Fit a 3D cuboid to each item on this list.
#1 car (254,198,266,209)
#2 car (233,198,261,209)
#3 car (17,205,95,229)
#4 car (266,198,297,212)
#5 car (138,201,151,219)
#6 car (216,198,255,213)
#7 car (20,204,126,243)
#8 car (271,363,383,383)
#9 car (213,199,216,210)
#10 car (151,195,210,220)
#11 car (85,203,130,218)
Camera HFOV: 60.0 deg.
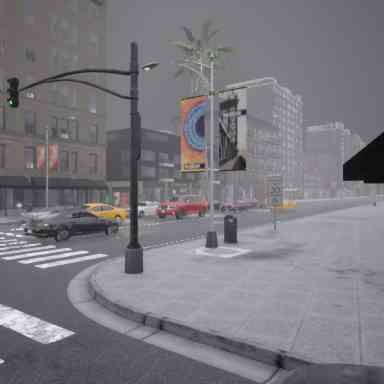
[{"bbox_3d":[10.851,1.584,45.823,1.837,1.490,4.892,0,0,36],"label":"car"},{"bbox_3d":[7.803,1.579,47.106,1.837,1.490,4.892,0,0,37],"label":"car"},{"bbox_3d":[-9.240,1.615,23.047,1.895,1.301,4.718,0,0,35],"label":"car"},{"bbox_3d":[11.139,1.551,40.329,1.882,1.535,5.008,0,0,35],"label":"car"},{"bbox_3d":[-4.147,1.555,30.262,1.812,1.442,4.674,0,0,35],"label":"car"},{"bbox_3d":[5.009,1.657,37.610,1.895,1.301,4.718,0,0,35],"label":"car"},{"bbox_3d":[-5.738,1.543,16.385,1.812,1.442,4.674,0,0,35],"label":"car"},{"bbox_3d":[2.226,1.551,1.260,4.403,1.369,2.008,0,0,35],"label":"car"},{"bbox_3d":[1.759,1.527,38.644,1.882,1.535,5.008,0,0,35],"label":"car"},{"bbox_3d":[-0.754,1.257,29.442,2.150,2.045,5.566,0,0,35],"label":"car"},{"bbox_3d":[-6.476,1.497,21.308,1.882,1.535,5.008,0,0,35],"label":"car"}]
